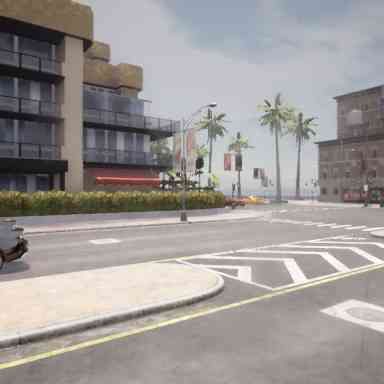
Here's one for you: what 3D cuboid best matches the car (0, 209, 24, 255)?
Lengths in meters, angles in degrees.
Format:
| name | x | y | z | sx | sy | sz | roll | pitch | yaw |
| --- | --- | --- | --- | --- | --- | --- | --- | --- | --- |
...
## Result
| name | x | y | z | sx | sy | sz | roll | pitch | yaw |
| --- | --- | --- | --- | --- | --- | --- | --- | --- | --- |
| car | -8.861 | 1.492 | 11.800 | 4.902 | 1.511 | 2.128 | 0 | 0 | -35 |

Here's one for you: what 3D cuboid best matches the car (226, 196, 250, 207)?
| name | x | y | z | sx | sy | sz | roll | pitch | yaw |
| --- | --- | --- | --- | --- | --- | --- | --- | --- | --- |
| car | 6.106 | 1.478 | 51.220 | 1.882 | 1.535 | 5.008 | 0 | 0 | -35 |

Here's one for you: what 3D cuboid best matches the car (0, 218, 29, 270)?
| name | x | y | z | sx | sy | sz | roll | pitch | yaw |
| --- | --- | --- | --- | --- | --- | --- | --- | --- | --- |
| car | -7.050 | 1.492 | 8.795 | 4.902 | 1.511 | 2.128 | 0 | 0 | -36 |

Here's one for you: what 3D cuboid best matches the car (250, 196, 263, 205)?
| name | x | y | z | sx | sy | sz | roll | pitch | yaw |
| --- | --- | --- | --- | --- | --- | --- | --- | --- | --- |
| car | 10.085 | 1.477 | 58.081 | 1.882 | 1.535 | 5.008 | 0 | 0 | -35 |
